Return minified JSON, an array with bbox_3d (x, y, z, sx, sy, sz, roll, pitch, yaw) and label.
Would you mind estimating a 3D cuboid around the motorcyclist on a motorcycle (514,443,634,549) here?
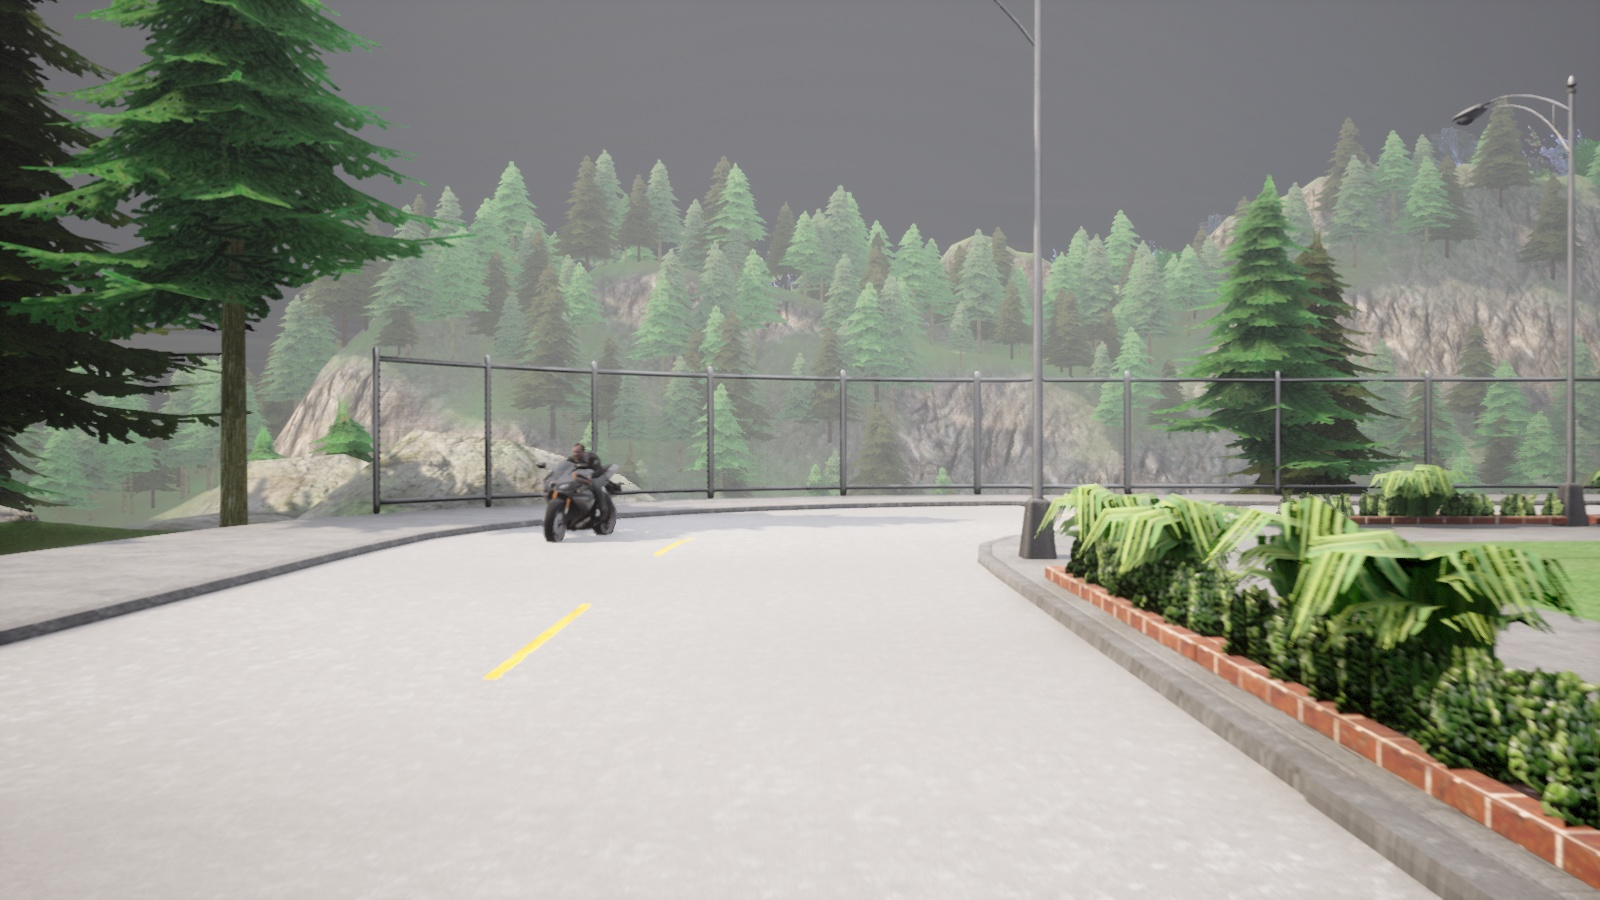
[{"bbox_3d":[-3.468,0.670,19.526,0.866,1.530,2.191,1,1,18],"label":"motorcyclist on a motorcycle"}]
